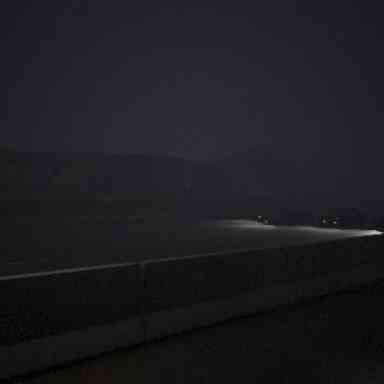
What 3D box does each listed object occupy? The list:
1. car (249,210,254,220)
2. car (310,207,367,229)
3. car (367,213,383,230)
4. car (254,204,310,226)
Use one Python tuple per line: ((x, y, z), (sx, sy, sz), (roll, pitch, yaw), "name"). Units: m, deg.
((7.409, 1.884, 30.821), (4.892, 1.490, 1.837), (1, -1, -36), "car")
((11.363, 1.883, 25.047), (4.892, 1.490, 1.837), (2, -1, -36), "car")
((14.186, 1.957, 22.776), (4.181, 1.385, 1.994), (1, -1, -36), "car")
((7.798, 1.894, 26.767), (5.357, 1.411, 2.033), (1, -1, -36), "car")
